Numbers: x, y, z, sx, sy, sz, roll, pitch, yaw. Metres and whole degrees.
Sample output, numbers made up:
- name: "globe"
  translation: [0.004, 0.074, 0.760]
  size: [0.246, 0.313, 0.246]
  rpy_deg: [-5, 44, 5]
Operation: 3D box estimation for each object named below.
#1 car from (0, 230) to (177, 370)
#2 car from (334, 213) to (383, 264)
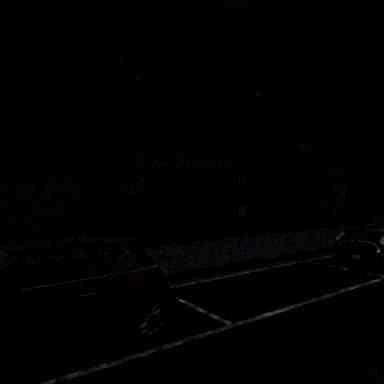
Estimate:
- name: "car"
  translation: [-2.339, 1.440, 4.866]
  size: [4.097, 1.590, 1.967]
  rpy_deg: [0, 0, -36]
- name: "car"
  translation: [6.618, 1.440, 11.256]
  size: [4.097, 1.590, 1.967]
  rpy_deg: [0, 0, -36]
